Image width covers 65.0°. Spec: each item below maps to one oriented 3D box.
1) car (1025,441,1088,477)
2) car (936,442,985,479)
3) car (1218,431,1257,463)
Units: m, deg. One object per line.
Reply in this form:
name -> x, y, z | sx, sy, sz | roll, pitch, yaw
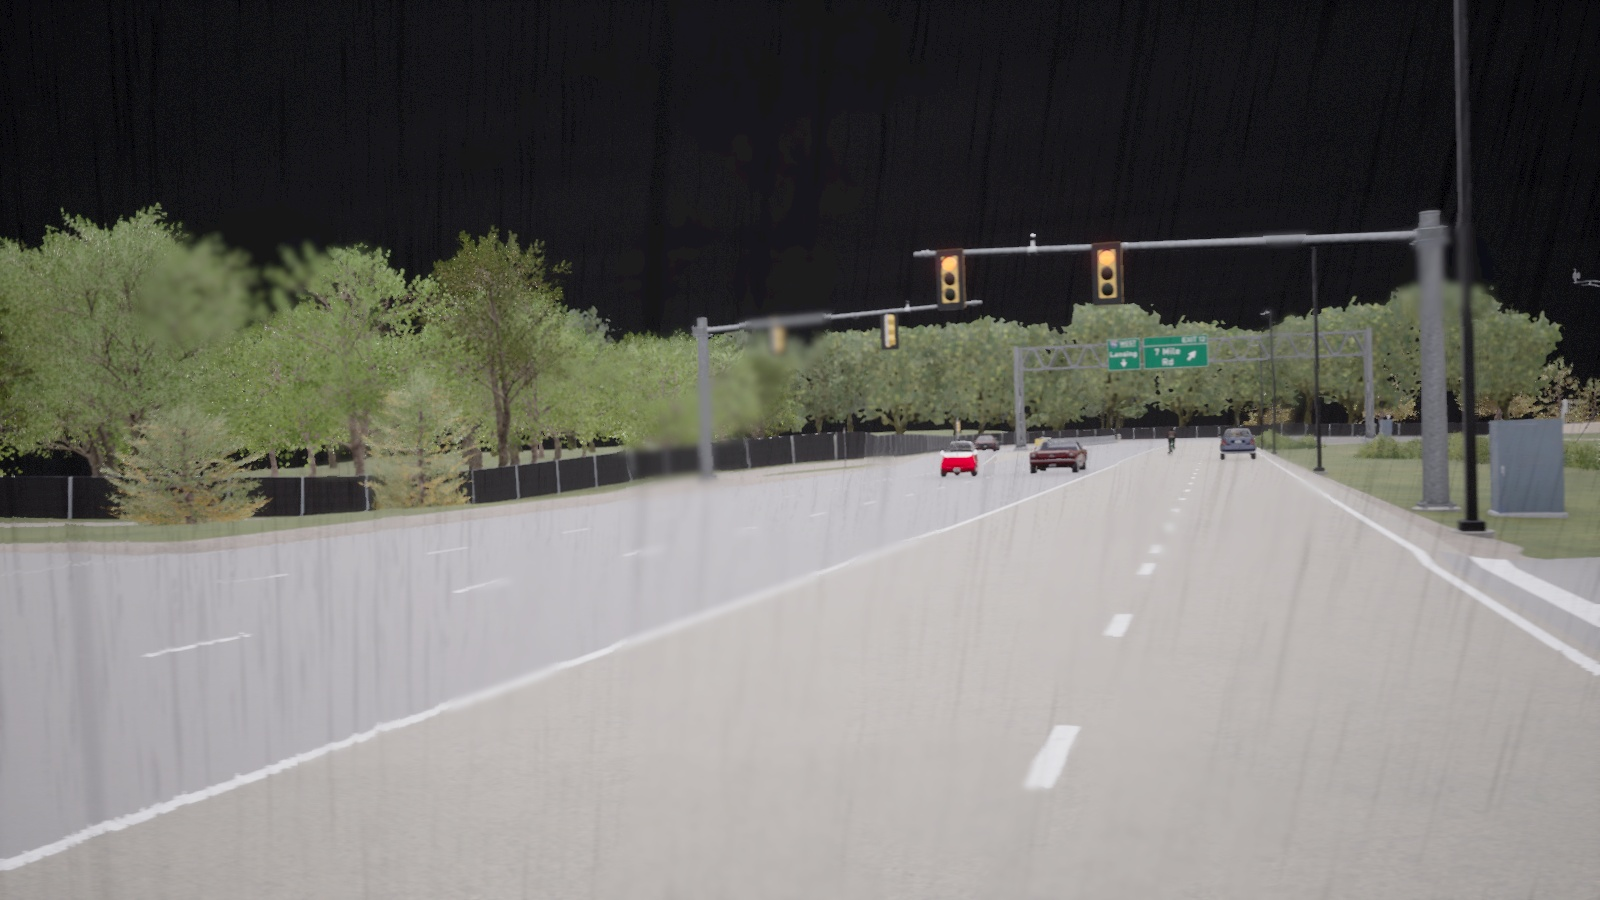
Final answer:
car -> 10.379, 0.337, 50.528 | 1.895, 1.301, 4.718 | -1, 0, 18
car -> 6.342, 0.399, 49.487 | 1.481, 1.376, 2.207 | -1, 0, 18
car -> 21.846, -0.166, 62.787 | 1.789, 1.549, 3.705 | -1, 1, 18
